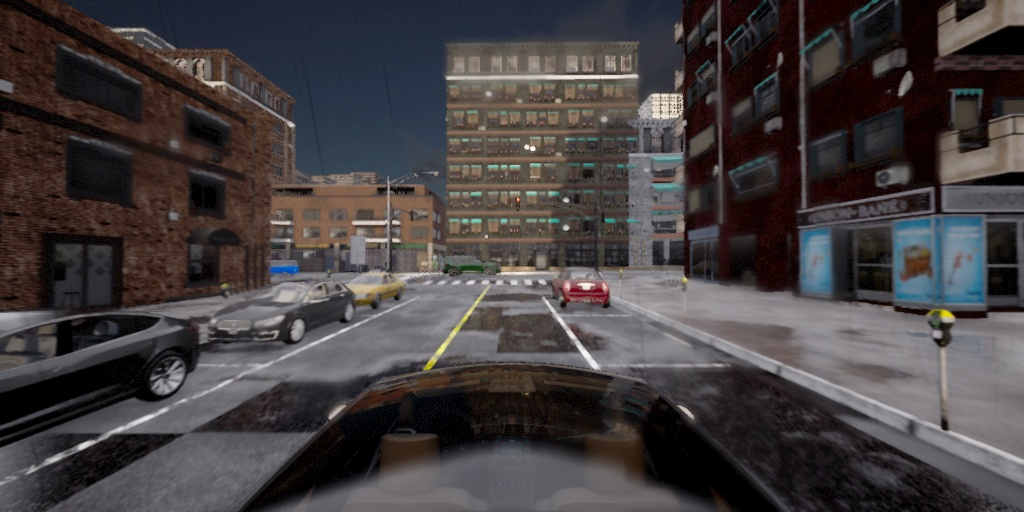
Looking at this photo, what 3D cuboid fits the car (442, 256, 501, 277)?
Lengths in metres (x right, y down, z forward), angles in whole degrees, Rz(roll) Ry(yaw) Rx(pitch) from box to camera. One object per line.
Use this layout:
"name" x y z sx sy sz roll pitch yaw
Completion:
"car" -3.806 1.008 34.088 5.566 2.045 2.150 0 -1 1

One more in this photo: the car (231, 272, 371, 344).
"car" -5.657 1.297 9.445 2.007 1.370 4.403 0 0 0

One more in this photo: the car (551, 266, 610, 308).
"car" 2.737 1.185 15.187 1.967 1.591 4.097 0 0 0

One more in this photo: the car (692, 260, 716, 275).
"car" 17.650 1.019 31.070 4.829 1.417 1.751 0 0 1

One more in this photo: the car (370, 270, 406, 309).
"car" -5.828 1.270 14.962 1.751 1.417 4.829 0 0 0

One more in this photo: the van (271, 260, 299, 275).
"van" -26.067 1.383 40.079 3.998 1.789 1.690 0 0 1

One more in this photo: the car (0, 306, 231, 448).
"car" -5.657 1.315 3.757 1.948 1.339 4.313 0 0 0
